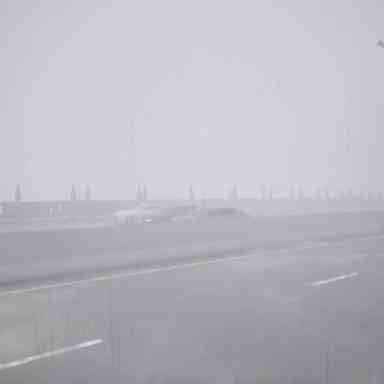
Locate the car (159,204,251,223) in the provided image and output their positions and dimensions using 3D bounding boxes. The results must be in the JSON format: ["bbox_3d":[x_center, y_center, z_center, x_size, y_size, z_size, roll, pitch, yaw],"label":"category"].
[{"bbox_3d":[0.989,1.505,17.444,4.892,1.490,1.837,0,0,-34],"label":"car"}]

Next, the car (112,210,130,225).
[{"bbox_3d":[-3.203,1.526,23.056,4.674,1.442,1.812,0,0,-34],"label":"car"}]

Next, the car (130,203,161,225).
[{"bbox_3d":[-0.986,1.505,20.333,4.892,1.490,1.837,0,0,-34],"label":"car"}]
